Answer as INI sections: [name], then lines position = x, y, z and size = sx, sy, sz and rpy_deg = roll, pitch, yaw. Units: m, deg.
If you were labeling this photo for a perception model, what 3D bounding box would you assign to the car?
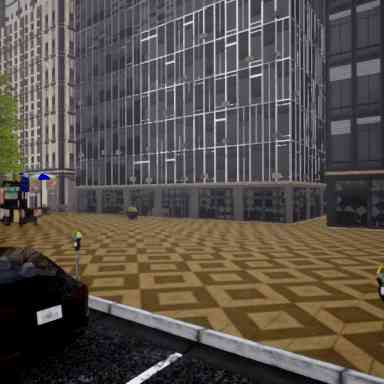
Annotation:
[car]
position = -3.464, 1.566, 5.359
size = 4.313, 1.339, 1.947
rpy_deg = 0, 0, 36
